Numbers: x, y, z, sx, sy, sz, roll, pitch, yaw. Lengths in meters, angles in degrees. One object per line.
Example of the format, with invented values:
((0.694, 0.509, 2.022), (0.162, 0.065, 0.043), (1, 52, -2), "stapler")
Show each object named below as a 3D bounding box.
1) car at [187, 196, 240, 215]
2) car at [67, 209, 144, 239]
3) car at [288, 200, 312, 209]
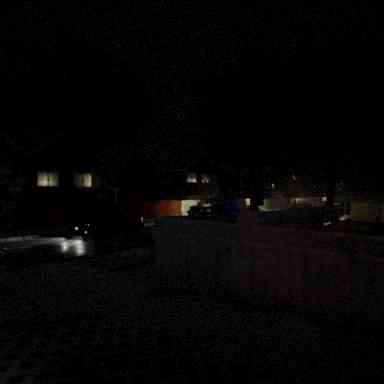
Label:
((1.896, 1.357, 27.193), (2.150, 2.045, 5.566), (0, 0, 35), "car")
((-4.569, 1.637, 18.100), (1.994, 1.385, 4.181), (0, 0, 35), "car")
((14.701, 1.829, 45.054), (2.033, 1.411, 5.357), (0, 0, 36), "car")
